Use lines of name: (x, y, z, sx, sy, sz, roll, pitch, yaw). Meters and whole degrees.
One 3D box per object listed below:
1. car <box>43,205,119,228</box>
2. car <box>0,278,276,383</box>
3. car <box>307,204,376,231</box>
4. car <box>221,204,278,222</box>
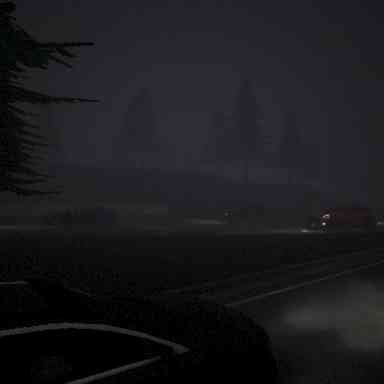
car: (-7.496, 1.615, 22.656, 4.902, 1.511, 2.128, 1, -1, -10)
car: (-1.328, 1.499, 2.586, 4.902, 1.511, 2.128, 1, 0, -39)
car: (10.122, 1.623, 22.675, 4.553, 1.767, 2.097, 1, -1, -19)
car: (4.877, 1.779, 28.435, 4.892, 1.490, 1.837, 1, 0, -13)
